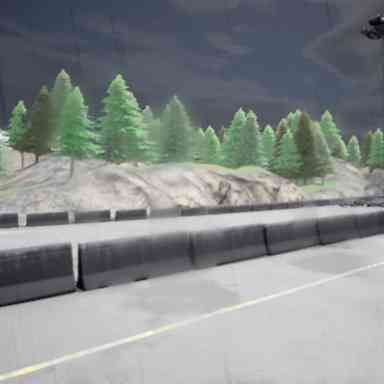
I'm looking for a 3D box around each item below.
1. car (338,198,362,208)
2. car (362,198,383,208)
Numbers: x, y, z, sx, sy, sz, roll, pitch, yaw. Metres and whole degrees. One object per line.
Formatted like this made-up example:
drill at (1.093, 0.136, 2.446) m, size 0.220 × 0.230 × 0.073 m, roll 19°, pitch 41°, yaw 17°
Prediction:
car at (23.512, 1.533, 48.690) m, size 5.357 × 1.411 × 2.033 m, roll -1°, pitch 0°, yaw -37°
car at (25.975, 1.475, 46.179) m, size 4.181 × 1.385 × 1.994 m, roll -1°, pitch 0°, yaw -37°
